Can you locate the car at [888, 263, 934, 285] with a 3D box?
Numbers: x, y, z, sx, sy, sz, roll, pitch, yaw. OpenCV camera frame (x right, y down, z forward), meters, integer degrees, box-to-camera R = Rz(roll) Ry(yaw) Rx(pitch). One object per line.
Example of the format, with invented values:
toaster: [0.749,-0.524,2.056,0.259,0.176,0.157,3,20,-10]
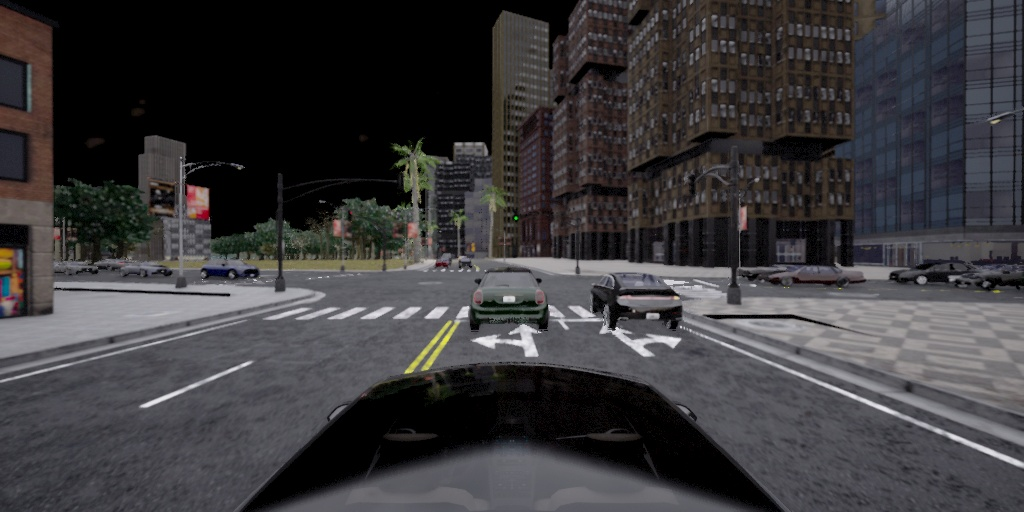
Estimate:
car: [28.747,1.198,24.214,4.892,1.490,1.837,0,0,14]

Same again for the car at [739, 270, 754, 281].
car: [19.715,1.292,26.486,4.718,1.301,1.895,0,0,11]

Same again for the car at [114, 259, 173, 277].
car: [-33.472,1.214,32.848,4.181,1.385,1.994,0,0,14]

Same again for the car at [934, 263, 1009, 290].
car: [28.740,1.196,20.865,4.902,1.511,2.128,0,0,14]

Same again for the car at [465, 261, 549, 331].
car: [-0.107,1.108,11.203,2.097,1.767,4.553,0,0,-1]

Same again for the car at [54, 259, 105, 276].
car: [-43.175,1.196,35.293,4.181,1.385,1.994,0,0,13]

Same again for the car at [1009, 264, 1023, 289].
car: [28.879,0.938,17.270,5.566,2.045,2.150,0,0,14]

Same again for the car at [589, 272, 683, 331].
car: [3.592,1.246,11.121,2.128,1.511,4.902,0,0,4]

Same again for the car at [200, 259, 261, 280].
car: [-23.826,1.020,30.420,4.553,1.767,2.097,0,0,14]

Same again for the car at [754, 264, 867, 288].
car: [19.296,1.250,23.240,5.357,1.411,2.033,0,0,14]

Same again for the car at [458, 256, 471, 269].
car: [-6.641,0.995,50.767,2.033,1.411,5.357,0,1,-11]

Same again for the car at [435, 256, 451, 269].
car: [-9.822,1.052,50.222,1.895,1.301,4.718,0,1,-10]

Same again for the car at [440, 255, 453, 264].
car: [-10.998,0.912,58.948,1.994,1.385,4.181,0,1,-8]
